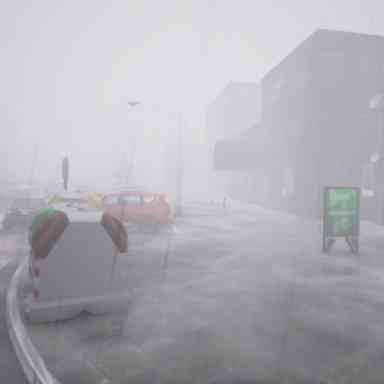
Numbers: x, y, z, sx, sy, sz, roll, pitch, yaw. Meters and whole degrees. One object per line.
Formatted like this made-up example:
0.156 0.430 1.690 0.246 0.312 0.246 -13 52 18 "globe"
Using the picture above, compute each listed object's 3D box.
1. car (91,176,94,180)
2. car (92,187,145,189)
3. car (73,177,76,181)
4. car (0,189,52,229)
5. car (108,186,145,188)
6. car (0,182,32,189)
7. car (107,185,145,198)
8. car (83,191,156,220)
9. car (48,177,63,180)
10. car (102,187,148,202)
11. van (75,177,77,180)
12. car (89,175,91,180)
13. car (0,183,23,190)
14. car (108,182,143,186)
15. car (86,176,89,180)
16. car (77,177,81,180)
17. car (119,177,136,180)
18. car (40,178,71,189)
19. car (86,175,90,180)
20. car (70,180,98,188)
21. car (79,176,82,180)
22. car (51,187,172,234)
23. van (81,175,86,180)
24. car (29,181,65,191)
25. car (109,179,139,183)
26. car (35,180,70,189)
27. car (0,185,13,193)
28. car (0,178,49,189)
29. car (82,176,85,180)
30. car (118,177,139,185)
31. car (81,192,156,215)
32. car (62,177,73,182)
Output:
-29.568 -3.035 88.375 5.366 1.575 1.946 1 3 -10 "car"
-5.665 0.692 28.283 5.366 1.575 1.946 1 3 -10 "car"
-24.395 -1.454 60.965 4.792 1.488 2.163 1 3 -10 "car"
-8.697 0.953 18.636 2.097 1.767 4.553 1 2 -11 "car"
-6.392 0.524 31.259 4.892 1.521 2.231 1 3 -10 "car"
-19.341 0.064 33.533 5.008 1.535 2.097 1 3 -10 "car"
-8.513 -0.088 42.803 4.674 1.452 2.002 1 3 -10 "car"
-4.818 0.887 22.461 4.553 1.767 2.185 1 3 -10 "car"
-22.386 -0.990 49.984 4.553 1.767 2.185 1 3 -10 "car"
-7.403 0.234 36.913 4.792 1.488 2.163 1 3 -10 "car"
-24.977 -1.865 63.682 4.442 1.987 1.878 1 3 -10 "van"
-28.347 -2.845 82.919 4.553 1.767 2.185 1 3 -10 "car"
-18.851 0.219 30.788 4.892 1.521 2.231 1 3 -10 "car"
-6.869 0.242 34.020 4.553 1.767 2.185 1 3 -10 "car"
-27.384 -2.410 77.432 4.892 1.521 2.231 1 3 -10 "car"
-25.369 -1.752 66.461 4.674 1.452 2.002 1 3 -10 "car"
-9.509 -0.697 48.442 5.566 2.045 2.435 1 3 -10 "car"
-23.831 -1.453 58.226 4.553 1.767 2.185 1 3 -10 "car"
-27.874 -2.564 80.179 4.892 1.521 2.231 1 3 -10 "car"
-12.376 -0.137 38.502 2.097 1.767 4.553 1 3 -10 "car"
-25.899 -2.073 69.189 4.553 1.767 2.185 1 3 -10 "car"
-3.773 1.011 16.783 5.566 2.045 2.435 1 2 -10 "car"
-26.756 -2.480 74.699 4.442 1.987 1.878 1 3 -10 "van"
-22.890 -0.990 52.736 4.792 1.488 2.163 1 3 -10 "car"
-9.065 -0.417 45.675 4.553 1.767 2.185 1 3 -10 "car"
-15.250 -0.109 36.503 2.097 1.767 4.553 1 3 -10 "car"
-18.314 0.381 27.923 4.892 1.521 2.231 1 3 -10 "car"
-20.858 -0.519 41.629 4.553 1.767 2.185 1 3 -10 "car"
-26.347 -2.095 71.824 5.008 1.535 2.097 1 3 -10 "car"
-17.276 -3.090 90.903 5.566 2.045 2.435 1 3 -10 "car"
-5.501 0.849 25.329 5.366 1.575 1.946 1 3 -10 "car"
-23.383 -1.425 55.464 5.566 2.045 2.435 1 3 -10 "car"
